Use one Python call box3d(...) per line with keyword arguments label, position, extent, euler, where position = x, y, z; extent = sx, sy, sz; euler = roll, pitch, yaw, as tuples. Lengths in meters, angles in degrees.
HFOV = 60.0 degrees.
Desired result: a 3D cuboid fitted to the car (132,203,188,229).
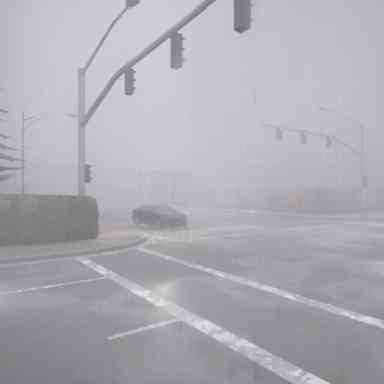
box3d(label="car", position=(-2.199, 1.516, 21.754), extent=(1.882, 1.535, 5.008), euler=(0, 1, -35))
